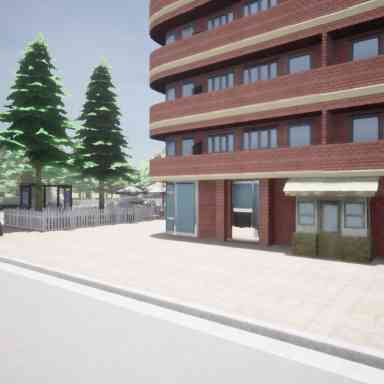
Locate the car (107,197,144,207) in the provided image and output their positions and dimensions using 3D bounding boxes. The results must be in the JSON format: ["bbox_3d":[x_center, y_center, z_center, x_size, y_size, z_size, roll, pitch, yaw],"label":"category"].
[{"bbox_3d":[-8.918,1.447,45.986,1.837,1.490,4.892,0,0,41],"label":"car"}]

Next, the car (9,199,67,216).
[{"bbox_3d":[-13.094,1.508,29.050,1.994,1.385,4.181,0,0,37],"label":"car"}]

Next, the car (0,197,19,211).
[{"bbox_3d":[-20.498,1.296,36.963,2.097,1.767,4.553,0,0,38],"label":"car"}]

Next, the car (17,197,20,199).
[{"bbox_3d":[-16.428,1.508,36.513,1.994,1.385,4.181,0,0,38],"label":"car"}]

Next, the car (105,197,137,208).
[{"bbox_3d":[-10.506,1.508,49.398,1.994,1.385,4.181,0,0,42],"label":"car"}]
